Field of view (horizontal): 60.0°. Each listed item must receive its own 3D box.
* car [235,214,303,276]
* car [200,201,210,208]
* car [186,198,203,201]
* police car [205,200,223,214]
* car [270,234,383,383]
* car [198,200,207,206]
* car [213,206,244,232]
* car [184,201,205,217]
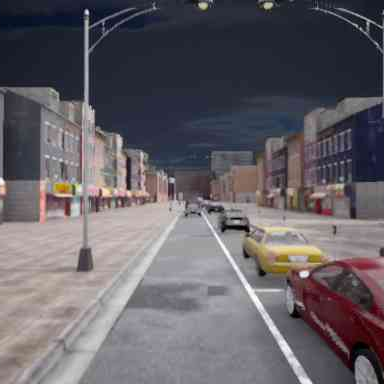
[{"bbox_3d":[2.640,1.647,10.576,1.752,1.417,4.829,0,-1,0],"label":"car"},{"bbox_3d":[2.645,2.469,67.197,1.802,1.307,4.206,0,-1,0],"label":"car"},{"bbox_3d":[0.102,1.839,48.003,2.150,2.045,5.566,0,-1,0],"label":"car"},{"bbox_3d":[3.013,1.969,43.005,1.930,1.638,5.238,0,-1,0],"label":"police car"},{"bbox_3d":[2.639,1.599,4.727,1.887,1.381,4.507,0,-1,0],"label":"car"},{"bbox_3d":[2.646,2.699,84.233,2.008,1.369,4.403,0,-1,0],"label":"car"},{"bbox_3d":[2.640,1.824,21.764,1.947,1.339,4.313,0,-1,0],"label":"car"},{"bbox_3d":[0.101,2.015,37.411,2.033,1.411,5.357,0,-1,-1],"label":"car"}]
